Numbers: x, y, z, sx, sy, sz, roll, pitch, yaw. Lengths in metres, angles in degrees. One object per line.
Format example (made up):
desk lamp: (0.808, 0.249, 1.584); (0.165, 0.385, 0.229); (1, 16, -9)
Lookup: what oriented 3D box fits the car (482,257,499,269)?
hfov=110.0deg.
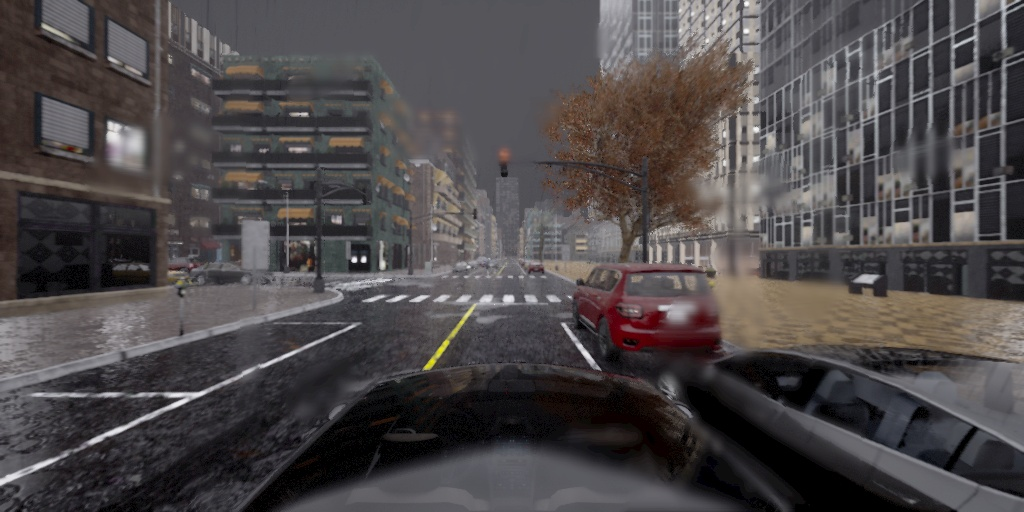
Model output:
car: (-3.025, 1.232, 54.784); (2.128, 1.511, 4.902); (0, 0, 0)

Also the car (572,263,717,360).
car: (2.689, 1.061, 8.229); (2.192, 1.841, 5.009); (0, 0, 0)

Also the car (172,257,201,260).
car: (-27.634, 0.815, 29.454); (4.097, 1.591, 1.967); (0, 0, -1)

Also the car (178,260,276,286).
car: (-16.444, 1.077, 21.191); (4.403, 1.370, 2.007); (0, 0, -1)

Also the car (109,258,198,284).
car: (-21.841, 0.974, 21.134); (4.829, 1.417, 1.751); (0, 0, -1)

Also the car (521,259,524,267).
car: (2.668, 1.265, 51.852); (1.751, 1.417, 4.829); (0, 0, 0)

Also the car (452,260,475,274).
car: (-5.707, 1.287, 40.613); (2.007, 1.370, 4.403); (0, 0, 0)

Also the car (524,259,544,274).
car: (2.673, 1.282, 40.616); (1.888, 1.381, 4.507); (0, 0, 0)

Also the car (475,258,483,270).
car: (-5.712, 1.290, 51.678); (2.007, 1.370, 4.403); (0, 0, 0)

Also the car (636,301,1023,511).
car: (2.691, 1.315, 2.706); (1.948, 1.339, 4.313); (0, 0, 0)
